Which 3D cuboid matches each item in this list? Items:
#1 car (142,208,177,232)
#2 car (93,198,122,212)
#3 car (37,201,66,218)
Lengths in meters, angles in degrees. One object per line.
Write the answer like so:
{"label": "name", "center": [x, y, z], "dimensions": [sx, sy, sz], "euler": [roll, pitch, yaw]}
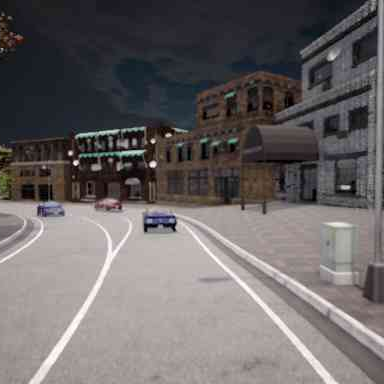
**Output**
{"label": "car", "center": [-2.110, 1.590, 20.303], "dimensions": [1.895, 1.301, 4.718], "euler": [-1, 0, -10]}
{"label": "car", "center": [-9.410, 1.429, 37.207], "dimensions": [1.812, 1.442, 4.674], "euler": [-1, 1, -38]}
{"label": "car", "center": [-13.322, 1.579, 31.291], "dimensions": [1.812, 1.442, 4.674], "euler": [-1, 1, -35]}
